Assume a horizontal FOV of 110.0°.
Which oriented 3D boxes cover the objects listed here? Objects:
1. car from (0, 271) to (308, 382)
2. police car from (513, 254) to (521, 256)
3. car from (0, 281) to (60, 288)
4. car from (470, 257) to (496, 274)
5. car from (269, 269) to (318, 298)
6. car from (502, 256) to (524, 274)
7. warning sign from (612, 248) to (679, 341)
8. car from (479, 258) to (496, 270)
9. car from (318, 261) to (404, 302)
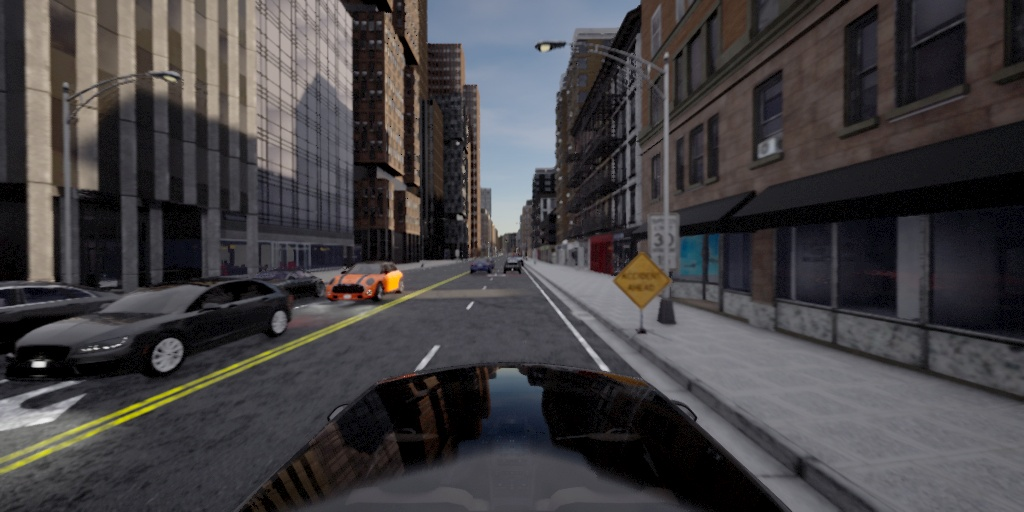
[{"bbox_3d":[-6.606,1.246,7.431,1.837,1.490,4.892,0,0,0],"label":"car"},{"bbox_3d":[0.955,0.853,58.009,1.930,1.638,5.238,0,0,0],"label":"police car"},{"bbox_3d":[-9.866,1.249,6.421,2.128,1.511,4.902,0,0,1],"label":"car"},{"bbox_3d":[-3.208,0.901,38.248,2.097,1.767,4.553,0,0,0],"label":"car"},{"bbox_3d":[-9.848,1.268,15.334,1.994,1.385,4.181,0,0,1],"label":"car"},{"bbox_3d":[0.037,1.048,37.495,1.837,1.490,4.892,0,0,0],"label":"car"},{"bbox_3d":[2.847,0.823,7.902,1.300,1.860,1.060,0,0,0],"label":"warning sign"},{"bbox_3d":[-3.261,1.038,48.965,2.033,1.411,5.357,0,0,0],"label":"car"},{"bbox_3d":[-6.606,1.038,16.632,2.097,1.767,4.553,0,0,0],"label":"car"}]
